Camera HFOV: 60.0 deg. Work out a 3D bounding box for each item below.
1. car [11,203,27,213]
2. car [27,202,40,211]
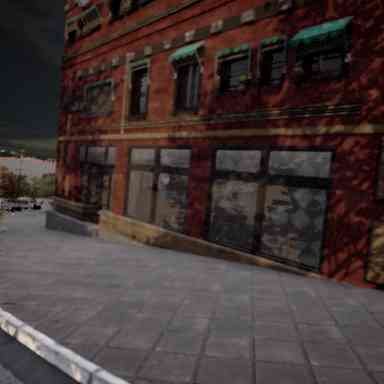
[{"bbox_3d":[-25.262,2.191,46.389,1.895,1.301,4.718,5,-2,-10],"label":"car"},{"bbox_3d":[-27.056,2.409,56.553,2.033,1.411,5.357,5,-2,-10],"label":"car"}]
